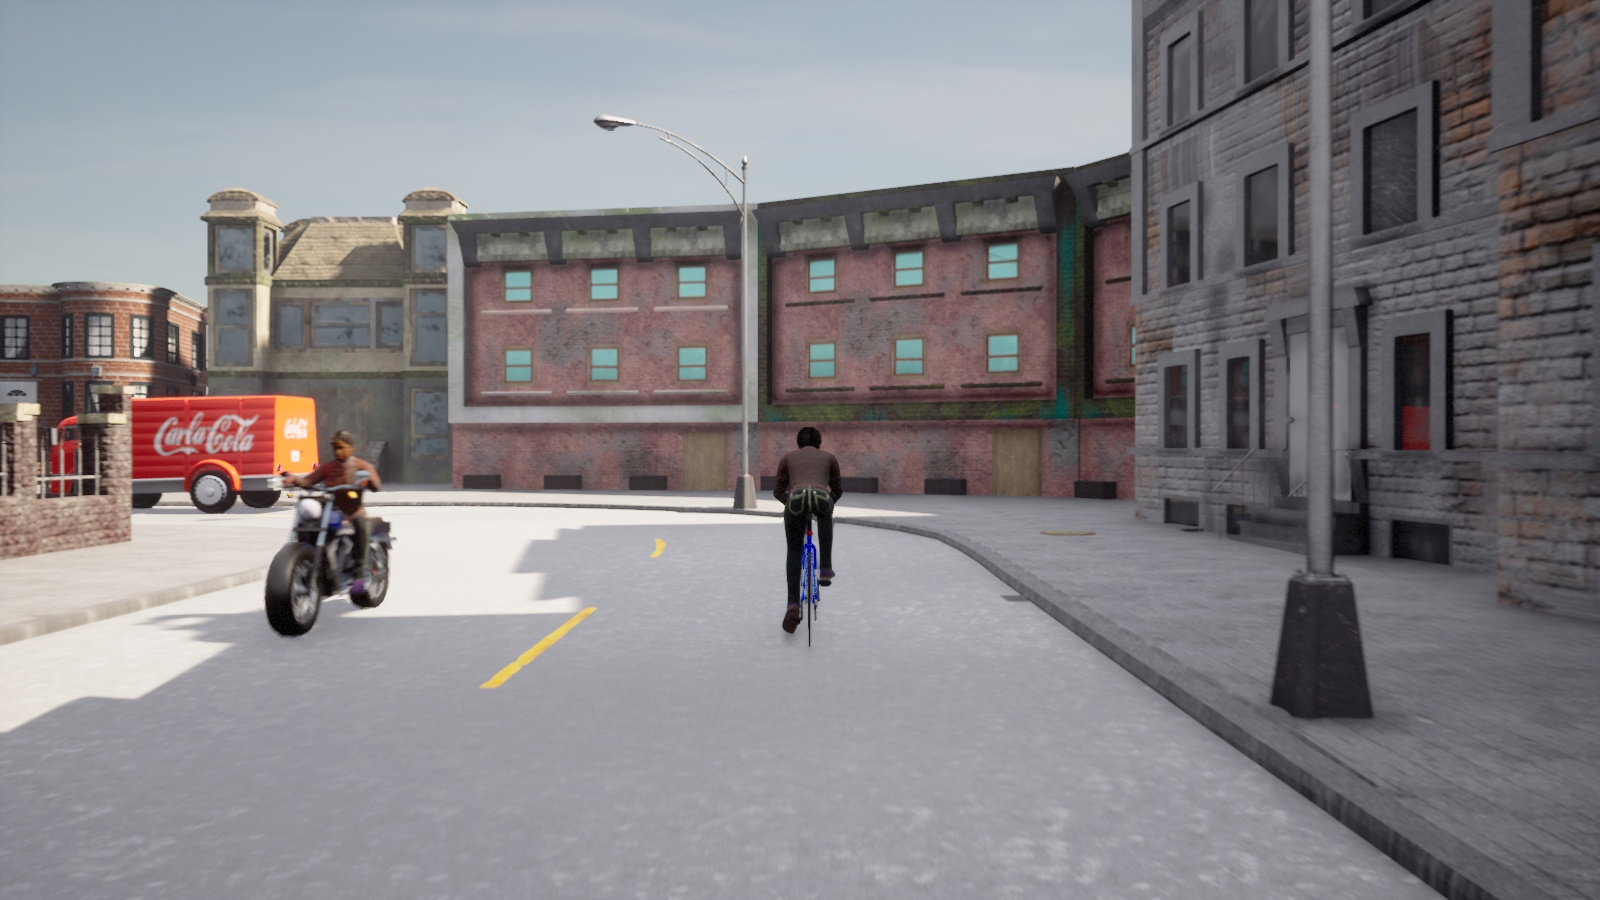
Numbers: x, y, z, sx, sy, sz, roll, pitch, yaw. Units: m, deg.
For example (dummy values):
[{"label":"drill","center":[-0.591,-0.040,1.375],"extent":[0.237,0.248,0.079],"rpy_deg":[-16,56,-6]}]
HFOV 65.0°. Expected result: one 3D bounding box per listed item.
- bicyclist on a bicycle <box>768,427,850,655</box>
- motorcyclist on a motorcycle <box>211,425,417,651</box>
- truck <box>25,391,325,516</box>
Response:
[{"label":"bicyclist on a bicycle","center":[0.071,0.644,9.757],"extent":[0.582,1.620,1.656],"rpy_deg":[0,0,0]},{"label":"motorcyclist on a motorcycle","center":[-3.908,0.635,10.353],"extent":[0.766,1.649,2.350],"rpy_deg":[0,0,1]},{"label":"truck","center":[-13.573,0.069,27.577],"extent":[5.204,2.467,2.627],"rpy_deg":[-2,0,2]}]
